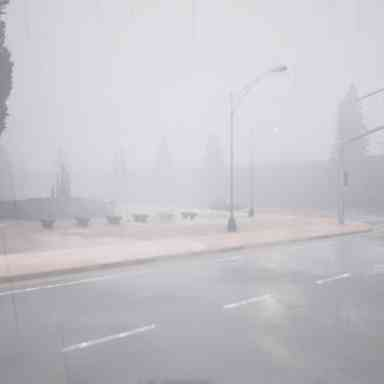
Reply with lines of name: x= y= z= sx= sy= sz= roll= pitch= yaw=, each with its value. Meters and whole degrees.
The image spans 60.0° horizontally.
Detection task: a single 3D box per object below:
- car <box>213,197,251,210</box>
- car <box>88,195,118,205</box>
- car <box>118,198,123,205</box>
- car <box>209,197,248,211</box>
car: x=5.095 y=1.462 z=43.366 sx=1.837 sy=1.490 sz=4.892 roll=0 pitch=0 yaw=-43
car: x=-15.044 y=1.522 z=52.537 sx=5.357 sy=1.411 sz=2.033 roll=0 pitch=0 yaw=18
car: x=-13.951 y=1.320 z=55.847 sx=4.553 sy=1.767 sz=2.097 roll=0 pitch=0 yaw=18
car: x=3.962 y=1.488 z=39.382 sx=1.812 sy=1.442 sz=4.674 roll=0 pitch=0 yaw=-40
